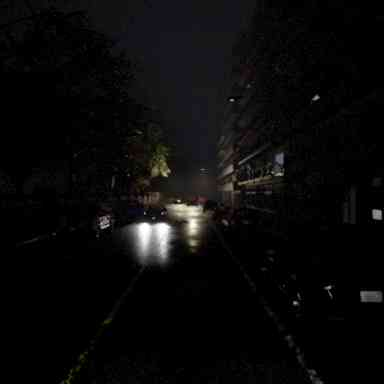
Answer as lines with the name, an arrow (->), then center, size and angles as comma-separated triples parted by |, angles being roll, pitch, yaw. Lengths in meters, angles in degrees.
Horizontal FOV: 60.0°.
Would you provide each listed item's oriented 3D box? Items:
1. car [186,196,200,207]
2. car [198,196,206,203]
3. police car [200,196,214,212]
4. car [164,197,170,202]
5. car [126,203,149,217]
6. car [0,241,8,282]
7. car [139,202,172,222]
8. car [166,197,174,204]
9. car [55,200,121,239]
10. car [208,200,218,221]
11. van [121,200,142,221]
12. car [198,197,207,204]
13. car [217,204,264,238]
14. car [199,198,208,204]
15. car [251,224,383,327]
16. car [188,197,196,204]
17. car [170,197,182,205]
car -> 0.005, 1.956, 61.800 | 1.882, 1.535, 5.008 | 0, 0, 0
car -> 2.696, 2.056, 91.515 | 2.192, 1.841, 5.009 | 0, -1, 0
police car -> 2.370, 1.752, 43.345 | 1.930, 1.638, 5.238 | 0, 0, 0
car -> -5.685, 2.079, 80.256 | 1.967, 1.590, 4.097 | 0, -1, 0
car -> -5.688, 1.844, 35.212 | 1.802, 1.307, 4.206 | 0, 0, 0
car -> -5.689, 1.616, 7.063 | 1.947, 1.339, 4.313 | 0, 0, 0
car -> -3.098, 1.814, 29.045 | 1.895, 1.301, 4.718 | 0, 0, 0
car -> -5.685, 2.130, 85.884 | 1.967, 1.590, 4.097 | 0, -1, 0
car -> -5.688, 1.447, 18.324 | 2.192, 1.841, 5.009 | 0, 0, 0
car -> 2.693, 1.744, 29.752 | 1.752, 1.417, 4.829 | 0, 0, 0
van -> -5.688, 1.559, 29.584 | 1.690, 1.788, 3.998 | 0, 0, 0
car -> 2.696, 2.130, 85.884 | 1.967, 1.590, 4.097 | 0, -1, 0
car -> 2.692, 1.572, 18.323 | 1.967, 1.590, 4.097 | 0, 0, 0
car -> 2.696, 2.184, 80.254 | 1.887, 1.381, 4.507 | 0, -1, 0
car -> 2.691, 1.616, 7.062 | 1.947, 1.339, 4.313 | 0, 0, 0
car -> 0.007, 1.957, 79.546 | 1.882, 1.535, 5.008 | 0, -1, 0
car -> -2.993, 2.093, 70.977 | 2.033, 1.411, 5.357 | 0, 0, 0
